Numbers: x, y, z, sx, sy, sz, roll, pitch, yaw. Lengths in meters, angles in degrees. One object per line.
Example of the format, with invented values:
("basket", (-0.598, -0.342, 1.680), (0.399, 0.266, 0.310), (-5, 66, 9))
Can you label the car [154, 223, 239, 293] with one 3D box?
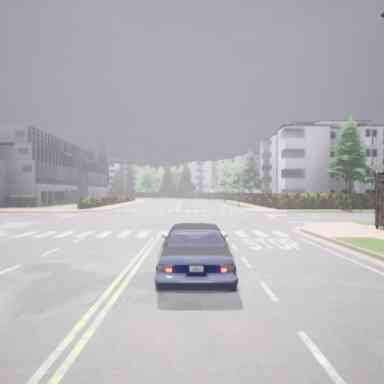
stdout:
("car", (0.080, 1.542, 8.972), (2.033, 1.411, 5.357), (0, 0, 0))
